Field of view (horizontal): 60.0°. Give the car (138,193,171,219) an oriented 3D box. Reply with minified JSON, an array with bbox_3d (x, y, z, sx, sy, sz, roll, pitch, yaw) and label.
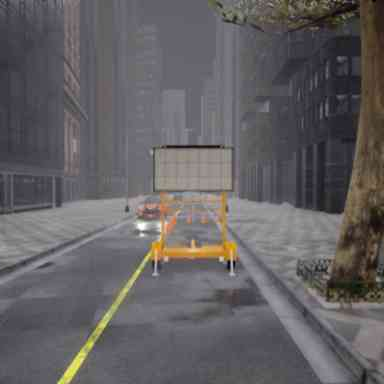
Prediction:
[{"bbox_3d":[-3.017,1.163,26.639,2.097,1.767,4.553,0,0,0],"label":"car"}]

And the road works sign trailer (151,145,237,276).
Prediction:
[{"bbox_3d":[0.046,0.385,10.088,2.380,3.560,2.880,0,0,0],"label":"road works sign trailer"}]

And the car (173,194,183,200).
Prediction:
[{"bbox_3d":[-2.794,1.121,67.810,2.033,1.411,5.357,0,0,0],"label":"car"}]
